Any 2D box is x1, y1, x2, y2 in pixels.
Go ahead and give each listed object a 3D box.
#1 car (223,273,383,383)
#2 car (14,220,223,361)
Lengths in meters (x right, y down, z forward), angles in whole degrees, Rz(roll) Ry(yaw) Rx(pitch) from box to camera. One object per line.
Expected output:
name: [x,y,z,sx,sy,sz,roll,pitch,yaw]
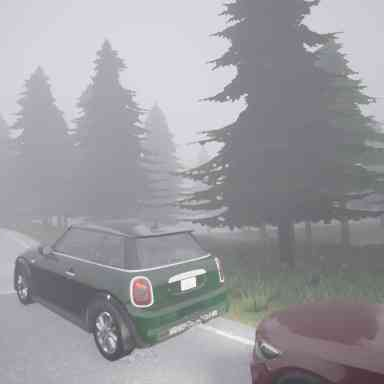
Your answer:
car: [2.748,1.531,2.596,4.674,1.442,1.812,1,0,36]
car: [-1.578,1.308,6.221,4.553,1.767,2.097,1,1,44]
